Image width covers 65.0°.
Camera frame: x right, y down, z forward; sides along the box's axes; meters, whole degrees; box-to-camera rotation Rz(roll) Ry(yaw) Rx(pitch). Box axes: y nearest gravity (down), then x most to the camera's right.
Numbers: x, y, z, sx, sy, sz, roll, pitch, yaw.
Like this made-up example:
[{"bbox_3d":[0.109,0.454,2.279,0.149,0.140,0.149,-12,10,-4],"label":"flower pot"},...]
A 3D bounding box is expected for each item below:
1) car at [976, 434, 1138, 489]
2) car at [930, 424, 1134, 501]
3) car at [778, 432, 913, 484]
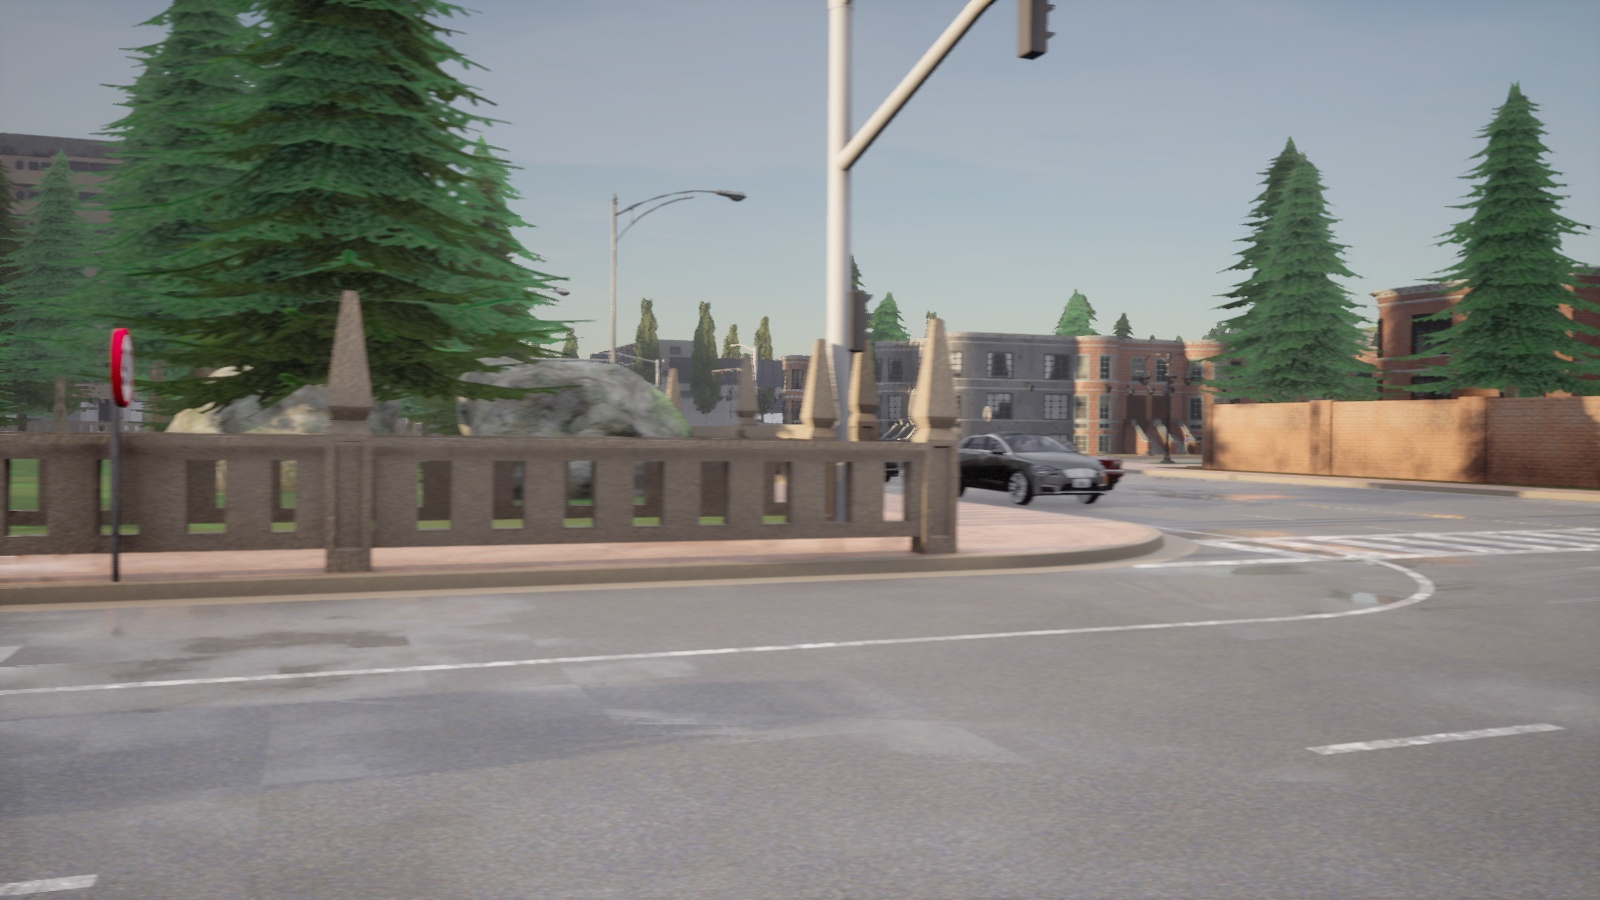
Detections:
[{"bbox_3d":[6.617,0.240,32.906,1.895,1.301,4.718,-1,1,-21],"label":"car"},{"bbox_3d":[4.936,0.211,27.525,2.128,1.511,4.902,-1,1,-21],"label":"car"},{"bbox_3d":[1.223,0.186,37.174,2.033,1.411,5.357,-1,1,-21],"label":"car"}]
